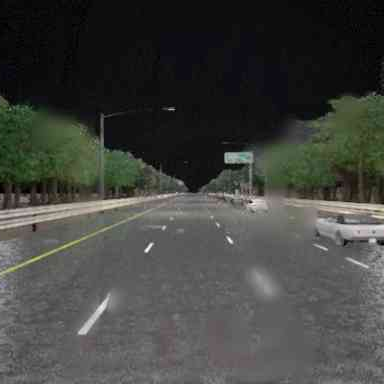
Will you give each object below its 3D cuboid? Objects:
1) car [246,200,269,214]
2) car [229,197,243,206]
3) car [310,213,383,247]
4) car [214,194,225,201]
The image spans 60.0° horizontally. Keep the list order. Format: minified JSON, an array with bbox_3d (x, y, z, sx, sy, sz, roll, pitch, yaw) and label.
[{"bbox_3d":[7.068,1.541,36.041,1.812,1.442,4.674,0,0,0],"label":"car"},{"bbox_3d":[7.153,1.494,53.817,2.128,1.511,4.902,0,0,0],"label":"car"},{"bbox_3d":[7.011,1.605,15.120,1.895,1.301,4.718,0,0,0],"label":"car"},{"bbox_3d":[7.357,1.474,83.949,1.837,1.490,4.892,0,0,0],"label":"car"}]
